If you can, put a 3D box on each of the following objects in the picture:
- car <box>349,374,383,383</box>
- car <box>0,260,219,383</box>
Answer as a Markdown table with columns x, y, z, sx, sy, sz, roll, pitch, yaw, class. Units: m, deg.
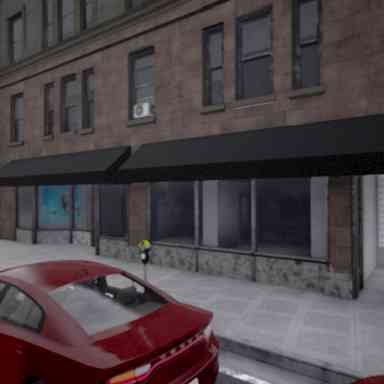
| x | y | z | sx | sy | sz | roll | pitch | yaw | class |
| --- | --- | --- | --- | --- | --- | --- | --- | --- | --- |
| 2.650 | 1.545 | 0.971 | 4.507 | 1.381 | 1.887 | 0 | 0 | 35 | car |
| -1.825 | 1.545 | 4.154 | 4.507 | 1.381 | 1.887 | 0 | 0 | 35 | car |
